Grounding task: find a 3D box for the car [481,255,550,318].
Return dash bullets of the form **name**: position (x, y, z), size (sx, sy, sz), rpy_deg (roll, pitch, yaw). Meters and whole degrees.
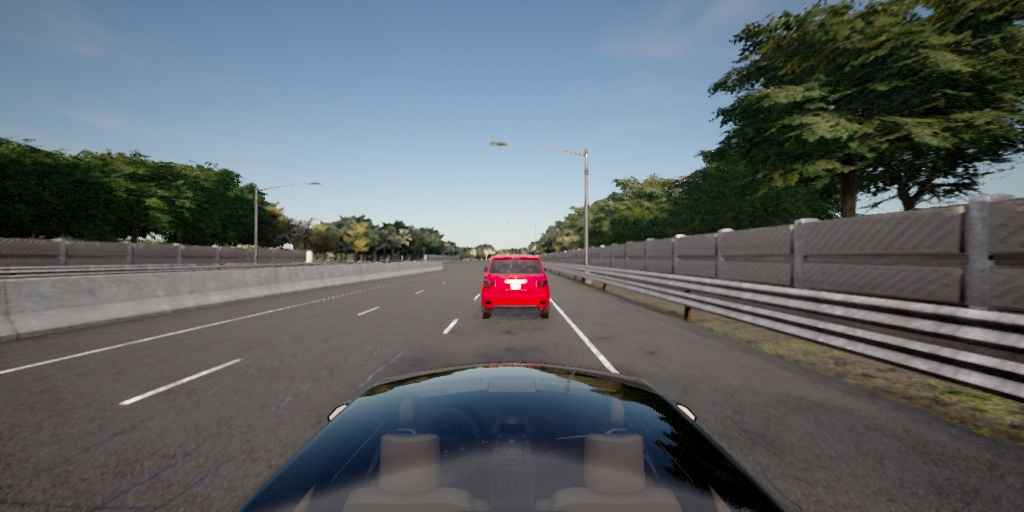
- **car**: position (0.113, 0.983, 13.125), size (2.150, 2.045, 5.566), rpy_deg (0, 0, 0)
